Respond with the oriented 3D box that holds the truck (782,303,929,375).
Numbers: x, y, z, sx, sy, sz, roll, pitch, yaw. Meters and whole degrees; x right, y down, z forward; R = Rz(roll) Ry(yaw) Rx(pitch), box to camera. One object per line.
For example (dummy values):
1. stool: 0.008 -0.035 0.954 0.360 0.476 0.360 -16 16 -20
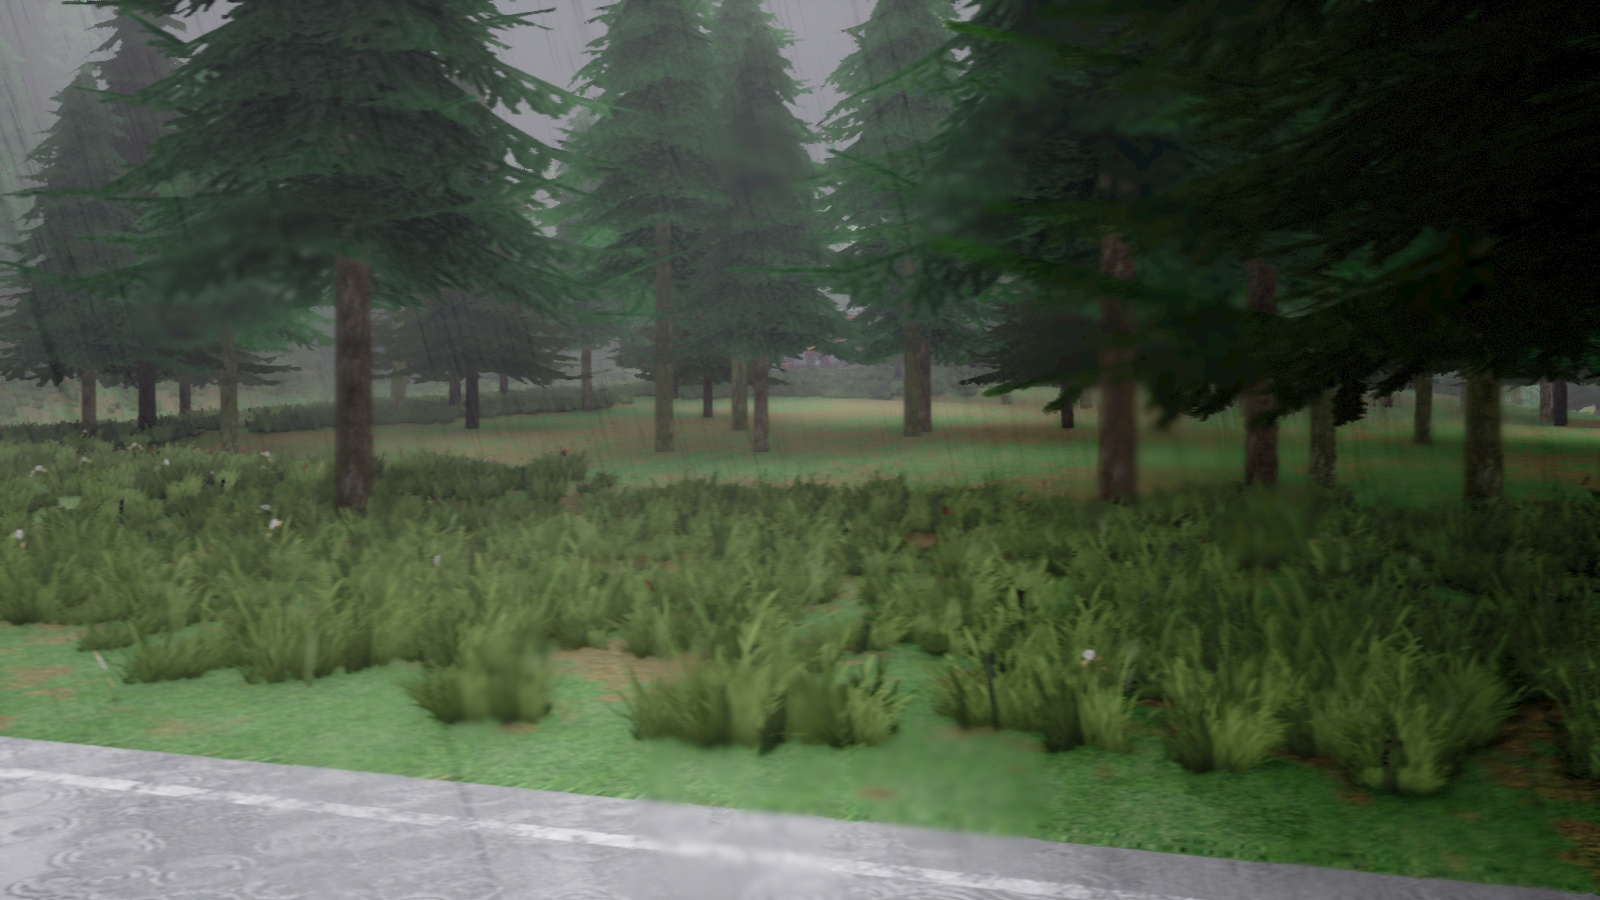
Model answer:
1. truck: 3.449 -6.925 78.650 8.468 3.827 2.891 -5 2 -15
